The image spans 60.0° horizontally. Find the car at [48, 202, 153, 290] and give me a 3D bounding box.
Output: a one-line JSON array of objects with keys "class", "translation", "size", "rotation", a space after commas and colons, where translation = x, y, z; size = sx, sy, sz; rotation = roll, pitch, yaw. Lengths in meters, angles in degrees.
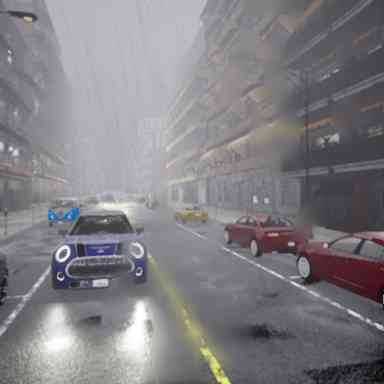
[{"class": "car", "translation": [-2.457, 1.317, 9.168], "size": [2.097, 1.767, 4.553], "rotation": [0, 0, -14]}]

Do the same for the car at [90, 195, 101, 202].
[{"class": "car", "translation": [-19.040, 1.276, 65.722], "size": [2.008, 1.369, 4.403], "rotation": [1, 0, -14]}]

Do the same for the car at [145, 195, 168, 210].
[{"class": "car", "translation": [-4.149, 1.267, 40.106], "size": [1.967, 1.590, 4.097], "rotation": [1, 0, -14]}]

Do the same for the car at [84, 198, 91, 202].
[{"class": "car", "translation": [-9.612, 1.444, 27.158], "size": [1.887, 1.381, 4.507], "rotation": [1, 0, -14]}]

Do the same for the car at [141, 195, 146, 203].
[{"class": "car", "translation": [-5.496, 1.384, 45.617], "size": [1.802, 1.307, 4.206], "rotation": [1, 0, -14]}]

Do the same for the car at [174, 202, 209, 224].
[{"class": "car", "translation": [-0.150, 1.422, 23.746], "size": [1.752, 1.417, 4.829], "rotation": [1, 0, -14]}]

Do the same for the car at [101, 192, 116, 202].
[{"class": "car", "translation": [-15.146, 1.094, 61.071], "size": [2.097, 1.767, 4.553], "rotation": [0, 0, -14]}]

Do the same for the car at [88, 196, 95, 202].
[{"class": "car", "translation": [-10.958, 1.426, 32.668], "size": [2.008, 1.369, 4.403], "rotation": [1, 0, -14]}]

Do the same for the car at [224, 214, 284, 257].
[{"class": "car", "translation": [2.583, 1.485, 12.563], "size": [1.887, 1.381, 4.507], "rotation": [1, 0, -14]}]

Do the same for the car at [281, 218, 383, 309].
[{"class": "car", "translation": [3.930, 1.506, 7.055], "size": [1.887, 1.381, 4.507], "rotation": [1, 0, -14]}]

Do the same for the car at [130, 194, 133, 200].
[{"class": "car", "translation": [-10.884, 1.252, 67.648], "size": [2.008, 1.369, 4.403], "rotation": [1, 0, -14]}]

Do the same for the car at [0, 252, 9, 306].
[{"class": "car", "translation": [-4.224, 1.552, 5.122], "size": [1.947, 1.339, 4.313], "rotation": [1, 0, -14]}]

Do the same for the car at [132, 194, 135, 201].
[{"class": "car", "translation": [-9.537, 1.272, 62.140], "size": [1.887, 1.381, 4.507], "rotation": [1, 0, -14]}]

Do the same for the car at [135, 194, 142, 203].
[{"class": "car", "translation": [-8.189, 1.192, 56.631], "size": [1.967, 1.590, 4.097], "rotation": [1, 0, -14]}]

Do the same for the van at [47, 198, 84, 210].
[{"class": "van", "translation": [-8.262, 1.263, 21.649], "size": [1.690, 1.788, 3.998], "rotation": [1, 0, -14]}]

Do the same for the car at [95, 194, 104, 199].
[{"class": "car", "translation": [-24.427, 1.168, 87.757], "size": [2.008, 1.369, 4.403], "rotation": [1, 0, -14]}]

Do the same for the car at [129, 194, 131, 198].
[{"class": "car", "translation": [-12.231, 1.225, 73.157], "size": [2.008, 1.369, 4.403], "rotation": [1, 0, -14]}]

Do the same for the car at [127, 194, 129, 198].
[{"class": "car", "translation": [-13.578, 1.193, 78.665], "size": [1.887, 1.381, 4.507], "rotation": [1, 0, -14]}]

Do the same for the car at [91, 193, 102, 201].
[{"class": "car", "translation": [-20.386, 1.139, 71.231], "size": [1.967, 1.590, 4.097], "rotation": [1, 0, -14]}]

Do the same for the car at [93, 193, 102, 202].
[{"class": "car", "translation": [-16.347, 1.343, 54.705], "size": [1.947, 1.339, 4.313], "rotation": [1, 0, -14]}]

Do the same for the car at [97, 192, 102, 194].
[{"class": "car", "translation": [-17.652, 1.278, 60.048], "size": [1.752, 1.417, 4.829], "rotation": [1, 0, -14]}]
